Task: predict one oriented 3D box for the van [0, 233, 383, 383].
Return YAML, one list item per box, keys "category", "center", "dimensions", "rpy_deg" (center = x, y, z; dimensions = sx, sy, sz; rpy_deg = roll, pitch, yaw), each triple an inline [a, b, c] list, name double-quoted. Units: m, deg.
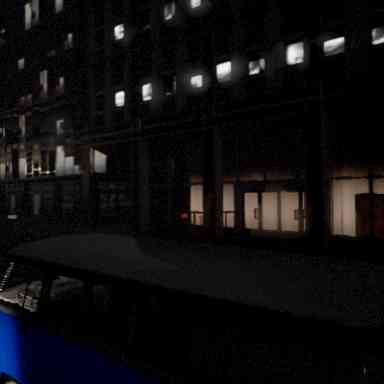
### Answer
- category: "van"
  center: [-0.248, 1.353, 2.914]
  dimensions: [3.998, 1.788, 1.690]
  rpy_deg: [0, -1, 36]
